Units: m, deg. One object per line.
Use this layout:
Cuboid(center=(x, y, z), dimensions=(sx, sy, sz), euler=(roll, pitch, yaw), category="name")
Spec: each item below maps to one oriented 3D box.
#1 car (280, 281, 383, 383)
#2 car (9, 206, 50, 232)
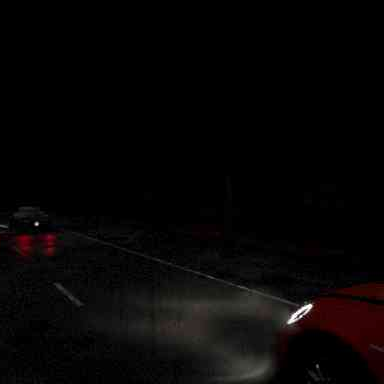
Cuboid(center=(2.943, 1.350, 2.649), dimensions=(2.097, 1.767, 4.553), euler=(0, 0, -36), category="car")
Cuboid(center=(-10.354, 1.635, 21.145), dimensions=(1.812, 1.442, 4.674), euler=(0, -1, -36), category="car")
